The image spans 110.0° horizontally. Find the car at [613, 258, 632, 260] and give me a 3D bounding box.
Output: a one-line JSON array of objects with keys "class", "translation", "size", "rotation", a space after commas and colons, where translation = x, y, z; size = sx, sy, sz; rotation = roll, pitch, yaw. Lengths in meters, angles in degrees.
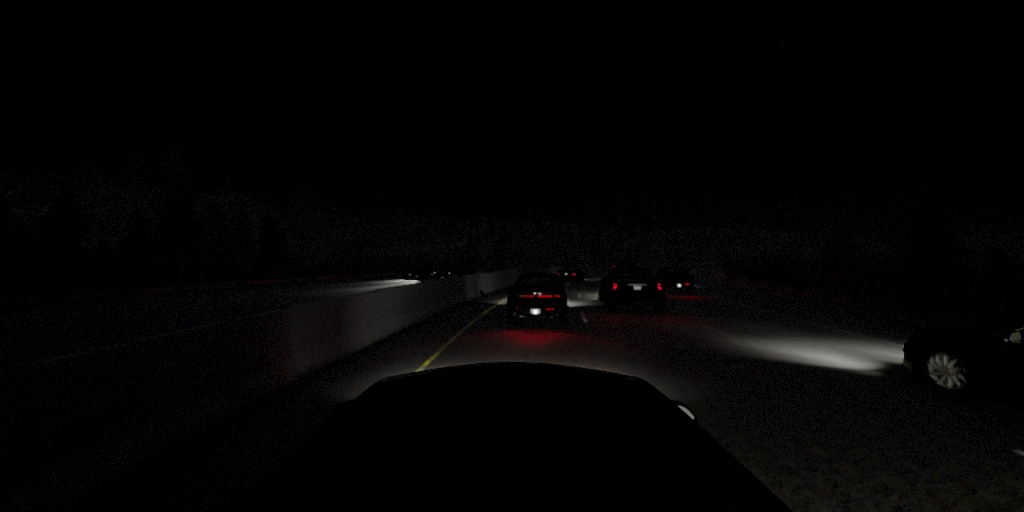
[{"class": "car", "translation": [11.914, 1.234, 38.161], "size": [2.150, 2.045, 5.566], "rotation": [0, -1, 24]}]

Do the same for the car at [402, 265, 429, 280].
[{"class": "car", "translation": [-8.563, 1.509, 34.178], "size": [1.994, 1.385, 4.181], "rotation": [0, 0, 19]}]

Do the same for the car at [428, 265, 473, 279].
[{"class": "car", "translation": [-5.355, 1.543, 32.912], "size": [1.895, 1.301, 4.718], "rotation": [0, 0, 19]}]

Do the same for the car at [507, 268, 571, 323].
[{"class": "car", "translation": [0.951, 1.324, 12.501], "size": [1.837, 1.490, 4.892], "rotation": [0, 0, 7]}]

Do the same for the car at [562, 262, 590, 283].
[{"class": "car", "translation": [5.038, 1.493, 30.464], "size": [2.033, 1.411, 5.357], "rotation": [0, 0, 19]}]

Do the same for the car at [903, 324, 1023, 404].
[{"class": "car", "translation": [7.238, 1.303, 3.769], "size": [1.837, 1.490, 4.892], "rotation": [0, 0, 2]}]

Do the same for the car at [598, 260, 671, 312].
[{"class": "car", "translation": [4.884, 1.202, 15.169], "size": [2.097, 1.767, 4.553], "rotation": [0, 0, 9]}]

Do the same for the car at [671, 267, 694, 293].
[{"class": "car", "translation": [9.994, 1.410, 22.484], "size": [1.837, 1.490, 4.892], "rotation": [0, 0, 14]}]

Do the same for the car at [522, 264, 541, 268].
[{"class": "car", "translation": [2.363, 1.603, 42.800], "size": [1.994, 1.385, 4.181], "rotation": [0, -1, 25]}]
